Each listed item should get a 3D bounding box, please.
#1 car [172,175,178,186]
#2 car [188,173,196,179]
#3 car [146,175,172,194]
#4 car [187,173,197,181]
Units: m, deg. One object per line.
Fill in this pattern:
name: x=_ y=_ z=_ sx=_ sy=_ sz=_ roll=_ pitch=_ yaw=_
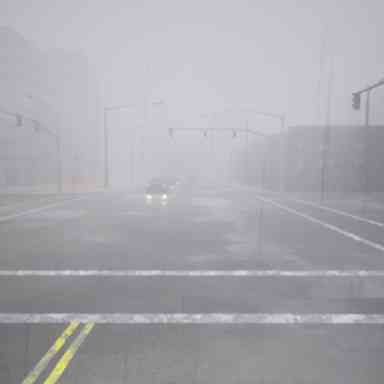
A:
car: x=-3.578 y=-1.732 z=51.170 sx=1.994 sy=1.385 sz=4.181 roll=0 pitch=4 yaw=0
car: x=0.007 y=-3.888 z=80.867 sx=2.033 sy=1.411 sz=5.357 roll=0 pitch=4 yaw=0
car: x=-3.560 y=-0.800 z=34.790 sx=2.097 sy=1.767 sz=4.553 roll=0 pitch=4 yaw=-1
car: x=0.007 y=-3.139 z=71.042 sx=1.994 sy=1.385 sz=4.181 roll=0 pitch=4 yaw=0
